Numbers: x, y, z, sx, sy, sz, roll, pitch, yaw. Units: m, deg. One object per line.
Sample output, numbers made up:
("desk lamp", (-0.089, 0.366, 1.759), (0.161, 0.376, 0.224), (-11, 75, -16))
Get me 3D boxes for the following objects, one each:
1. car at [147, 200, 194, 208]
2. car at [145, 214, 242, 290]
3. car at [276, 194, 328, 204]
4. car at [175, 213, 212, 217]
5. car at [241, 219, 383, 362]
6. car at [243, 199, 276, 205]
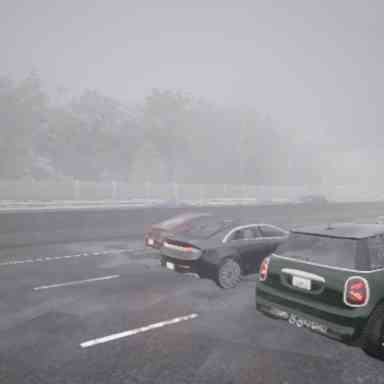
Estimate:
("car", (-1.293, 1.610, 28.856), (4.718, 1.301, 1.895), (0, 0, -35))
("car", (1.477, 1.494, 9.093), (4.902, 1.511, 2.128), (0, 0, -36))
("car", (11.505, 1.253, 33.670), (5.566, 2.045, 2.150), (0, 0, -35))
("car", (0.484, 1.528, 12.691), (4.674, 1.442, 1.812), (0, 0, -35))
("car", (3.343, 1.354, 6.130), (4.553, 1.767, 2.097), (0, 0, -35))
("car", (8.340, 1.578, 40.014), (5.357, 1.411, 2.033), (0, 0, -35))
